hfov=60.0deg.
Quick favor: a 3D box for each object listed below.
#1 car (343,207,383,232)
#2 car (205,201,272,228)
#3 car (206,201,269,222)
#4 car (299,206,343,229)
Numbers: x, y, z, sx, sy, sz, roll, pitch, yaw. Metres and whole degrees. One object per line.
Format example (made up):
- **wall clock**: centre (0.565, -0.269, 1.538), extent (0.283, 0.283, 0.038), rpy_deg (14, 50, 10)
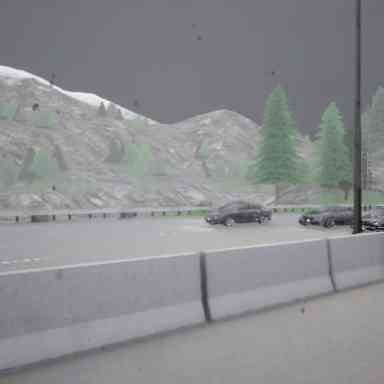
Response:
- **car**: centre (11.435, 1.576, 19.015), extent (5.357, 1.411, 2.033), rpy_deg (0, 0, -28)
- **car**: centre (3.178, 1.501, 22.373), extent (4.892, 1.490, 1.837), rpy_deg (0, 0, -30)
- **car**: centre (3.694, 1.500, 26.683), extent (4.892, 1.490, 1.837), rpy_deg (0, 0, -29)
- **car**: centre (8.975, 1.582, 21.608), extent (4.181, 1.385, 1.994), rpy_deg (0, 0, -28)
